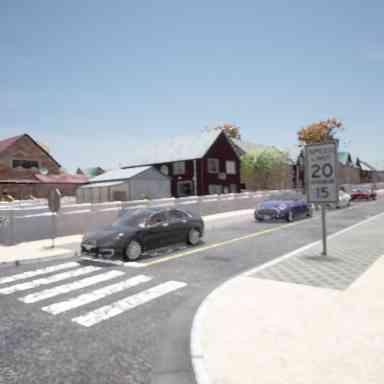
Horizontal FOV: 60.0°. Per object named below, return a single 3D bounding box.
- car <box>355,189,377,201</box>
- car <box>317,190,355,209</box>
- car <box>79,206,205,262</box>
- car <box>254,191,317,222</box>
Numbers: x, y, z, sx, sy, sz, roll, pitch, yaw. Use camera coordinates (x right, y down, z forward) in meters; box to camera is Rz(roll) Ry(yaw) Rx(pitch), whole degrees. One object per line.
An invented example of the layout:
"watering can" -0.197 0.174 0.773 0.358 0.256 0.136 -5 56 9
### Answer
"car" 18.374 0.304 35.795 1.895 1.301 4.718 -2 0 40
"car" 11.836 0.590 27.870 1.812 1.442 4.674 -2 0 40
"car" -1.511 1.313 11.583 1.837 1.490 4.892 -2 0 39
"car" 5.557 0.765 20.218 2.097 1.767 4.553 -2 1 39
